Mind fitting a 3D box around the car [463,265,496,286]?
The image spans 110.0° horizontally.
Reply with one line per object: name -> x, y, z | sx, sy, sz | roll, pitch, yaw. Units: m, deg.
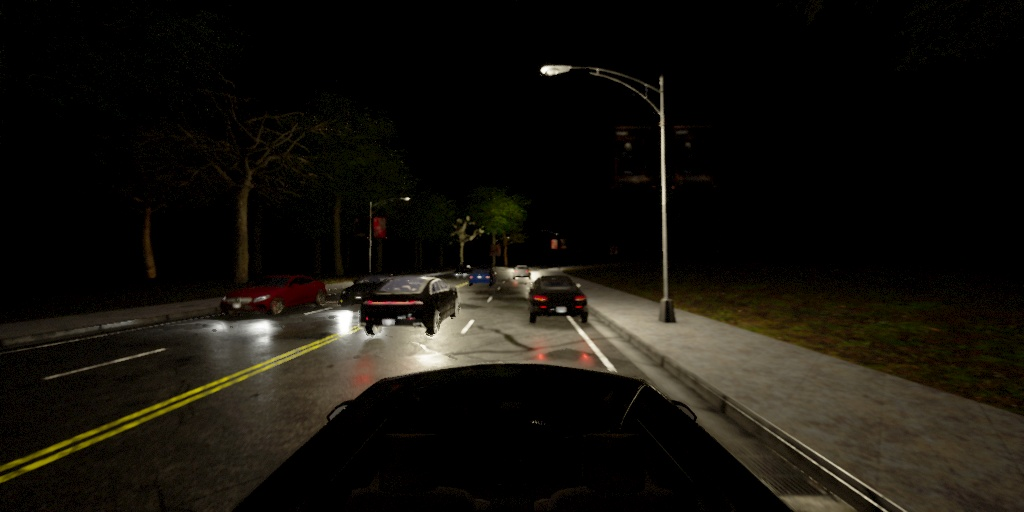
car -> -2.362, 1.663, 29.213 | 2.033, 1.411, 5.357 | 0, -1, 2

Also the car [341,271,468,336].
car -> -2.854, 1.372, 10.901 | 2.128, 1.511, 4.902 | 0, -1, 2

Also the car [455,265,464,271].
car -> -7.679, 2.071, 57.346 | 2.033, 1.411, 5.357 | -1, -1, 7

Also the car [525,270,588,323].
car -> 1.482, 1.405, 12.628 | 1.812, 1.442, 4.674 | 0, -1, 2

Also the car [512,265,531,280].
car -> 1.080, 1.742, 38.012 | 1.812, 1.442, 4.674 | 0, -1, 2

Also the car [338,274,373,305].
car -> -6.155, 1.533, 16.500 | 1.994, 1.385, 4.181 | 0, -1, 2

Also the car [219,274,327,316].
car -> -9.454, 1.490, 14.728 | 1.812, 1.442, 4.674 | 0, -1, 2
